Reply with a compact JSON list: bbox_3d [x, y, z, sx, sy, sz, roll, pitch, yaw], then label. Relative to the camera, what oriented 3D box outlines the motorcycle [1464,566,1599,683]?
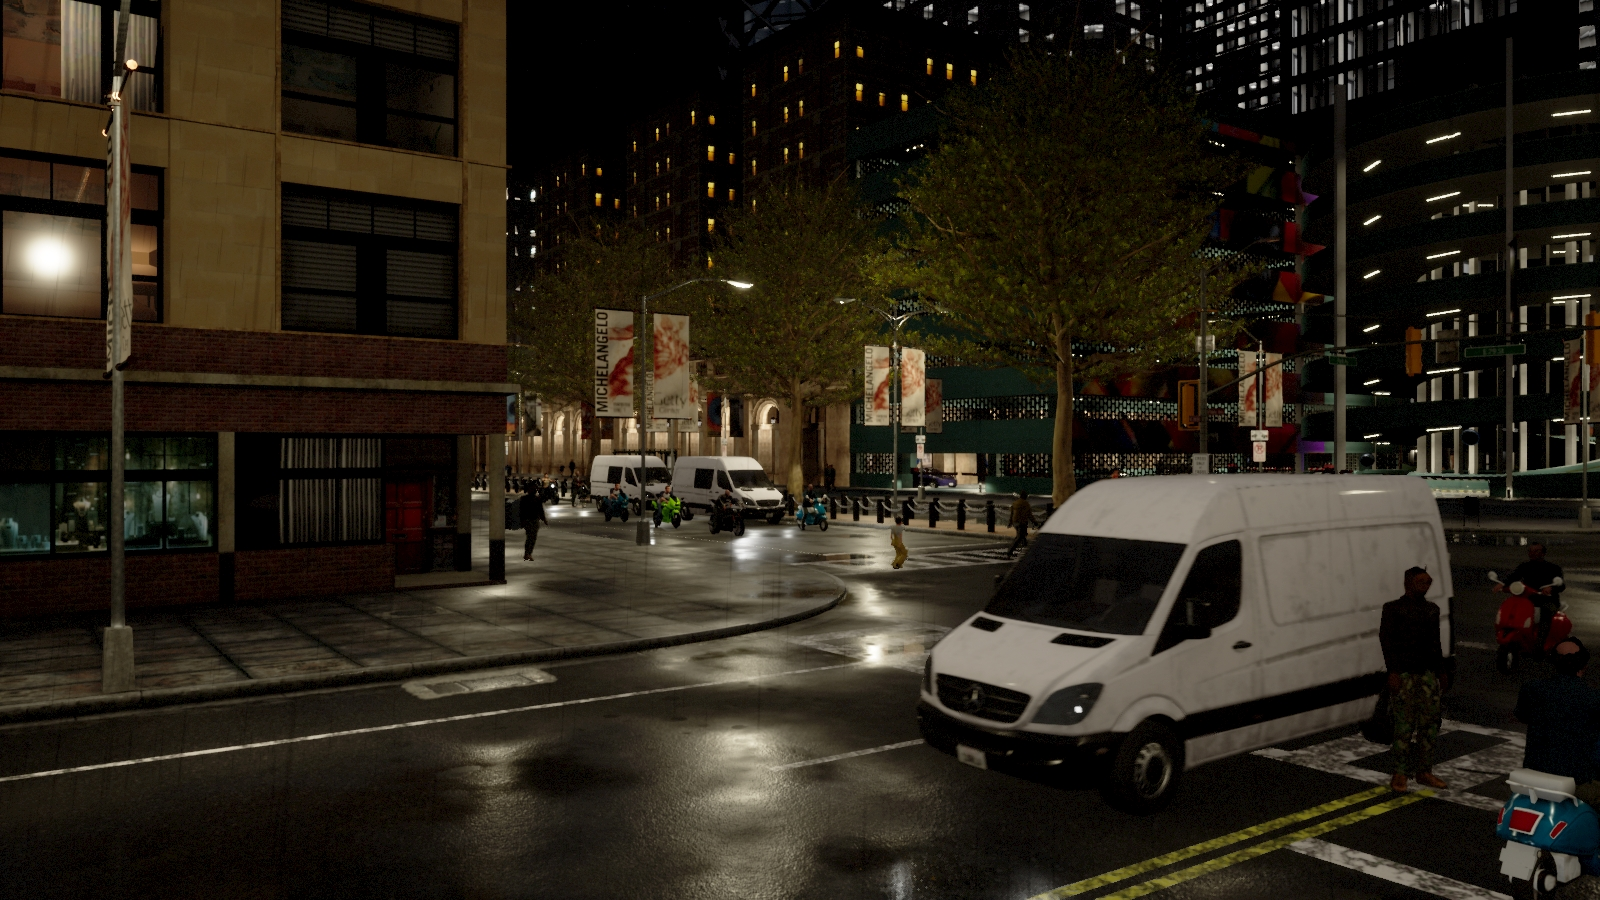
[{"bbox_3d":[9.364,2.182,14.573,1.805,1.236,0.856,0,0,-35],"label":"motorcycle"}]

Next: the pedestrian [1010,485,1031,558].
[{"bbox_3d":[5.715,1.849,29.594,0.375,1.860,0.375,0,0,-33],"label":"pedestrian"}]

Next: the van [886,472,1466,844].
[{"bbox_3d":[3.732,1.534,10.667,5.915,2.561,1.988,0,0,-35],"label":"van"}]

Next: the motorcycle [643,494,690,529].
[{"bbox_3d":[-4.824,2.213,41.273,0.803,1.145,2.033,0,0,-35],"label":"motorcycle"}]

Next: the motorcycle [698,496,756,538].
[{"bbox_3d":[-2.440,2.205,37.889,0.867,1.251,2.209,0,0,-35],"label":"motorcycle"}]

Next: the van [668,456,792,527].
[{"bbox_3d":[-2.818,1.534,44.499,1.988,2.561,5.915,0,0,-35],"label":"van"}]

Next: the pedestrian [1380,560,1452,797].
[{"bbox_3d":[5.034,1.848,9.344,0.375,1.860,0.375,0,0,-5],"label":"pedestrian"}]

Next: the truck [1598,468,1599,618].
[{"bbox_3d":[16.048,1.586,19.255,5.204,2.467,2.627,2,-1,-35],"label":"truck"}]

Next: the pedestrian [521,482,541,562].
[{"bbox_3d":[-6.370,1.699,27.046,0.375,1.860,0.375,0,0,-31],"label":"pedestrian"}]

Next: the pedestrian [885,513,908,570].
[{"bbox_3d":[2.258,2.129,26.719,0.375,1.300,0.375,0,0,-39],"label":"pedestrian"}]
